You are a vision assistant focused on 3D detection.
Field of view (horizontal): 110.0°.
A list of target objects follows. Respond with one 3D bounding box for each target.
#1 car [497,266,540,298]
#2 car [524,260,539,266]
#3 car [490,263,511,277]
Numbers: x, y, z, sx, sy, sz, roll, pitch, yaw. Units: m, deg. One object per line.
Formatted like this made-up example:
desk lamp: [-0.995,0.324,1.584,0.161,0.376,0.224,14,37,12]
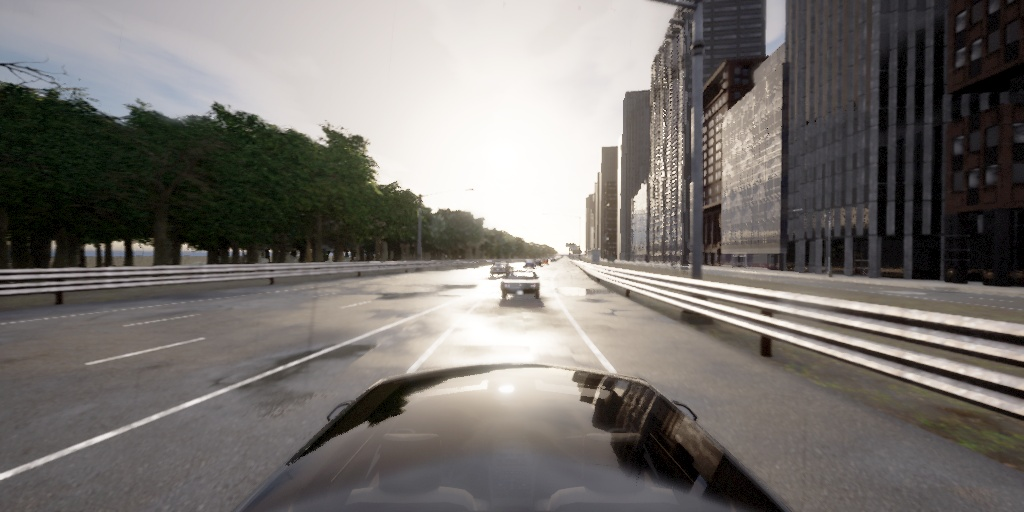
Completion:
car: [0.542,1.394,18.816,1.895,1.301,4.718,0,0,4]
car: [3.285,1.492,65.041,1.812,1.442,4.674,1,0,9]
car: [-0.994,1.388,37.399,2.033,1.411,5.357,1,0,9]
